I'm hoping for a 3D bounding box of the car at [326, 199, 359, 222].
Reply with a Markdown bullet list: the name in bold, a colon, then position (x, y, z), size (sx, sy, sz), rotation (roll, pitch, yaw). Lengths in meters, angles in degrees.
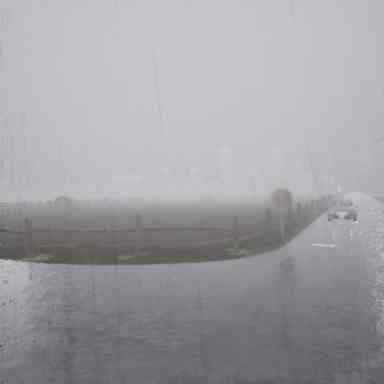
- **car**: position (10.860, 1.299, 24.032), size (2.128, 1.511, 4.902), rotation (-2, 0, 26)
